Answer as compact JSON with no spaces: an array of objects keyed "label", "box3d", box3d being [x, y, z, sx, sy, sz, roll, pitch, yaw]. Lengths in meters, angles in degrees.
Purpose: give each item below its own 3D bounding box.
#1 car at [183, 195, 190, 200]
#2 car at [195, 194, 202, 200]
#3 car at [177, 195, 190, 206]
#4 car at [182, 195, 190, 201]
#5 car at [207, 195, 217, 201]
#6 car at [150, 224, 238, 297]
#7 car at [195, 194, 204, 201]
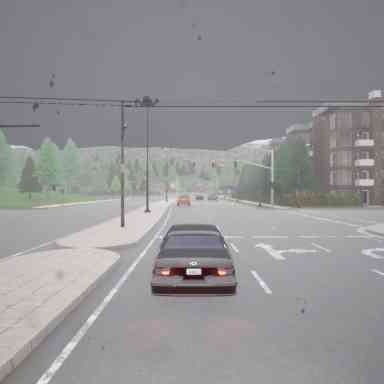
[{"label":"car","box3d":[-1.557,1.571,95.653,1.895,1.301,4.718,0,0,0]},{"label":"car","box3d":[1.943,1.472,95.625,1.837,1.490,4.892,0,0,0]},{"label":"car","box3d":[-1.364,1.352,54.513,2.097,1.767,4.553,0,0,-1]},{"label":"car","box3d":[-1.532,1.523,85.338,1.812,1.442,4.674,0,0,0]},{"label":"car","box3d":[5.467,1.539,85.385,2.033,1.411,5.357,0,0,0]},{"label":"car","box3d":[0.041,1.547,8.768,2.033,1.411,5.357,0,0,0]},{"label":"car","box3d":[1.967,1.477,85.377,1.882,1.535,5.008,0,0,0]}]
